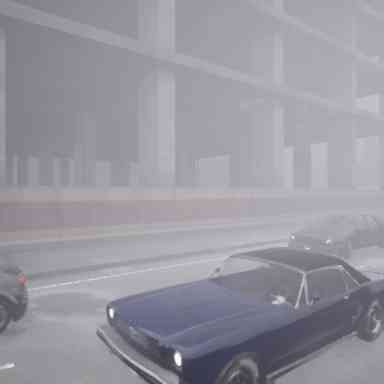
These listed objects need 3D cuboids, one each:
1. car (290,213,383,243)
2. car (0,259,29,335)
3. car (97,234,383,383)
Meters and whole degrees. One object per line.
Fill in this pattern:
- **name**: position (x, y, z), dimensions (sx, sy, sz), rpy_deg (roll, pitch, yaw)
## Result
- **car**: position (6.094, 1.548, 13.102), dimensions (5.357, 1.411, 2.033), rpy_deg (0, 0, -37)
- **car**: position (-4.750, 1.564, 4.929), dimensions (4.181, 1.385, 1.994), rpy_deg (0, 0, -35)
- **car**: position (1.133, 1.601, 4.892), dimensions (4.718, 1.301, 1.895), rpy_deg (0, 0, -37)
